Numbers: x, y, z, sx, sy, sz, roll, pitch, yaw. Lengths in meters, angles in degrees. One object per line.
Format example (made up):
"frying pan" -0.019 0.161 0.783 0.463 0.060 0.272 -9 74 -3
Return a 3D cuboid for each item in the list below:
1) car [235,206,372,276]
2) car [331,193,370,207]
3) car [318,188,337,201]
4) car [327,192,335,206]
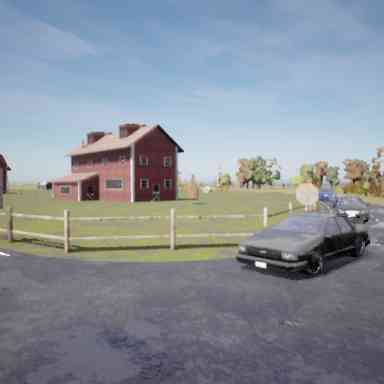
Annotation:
"car" 3.629 1.365 10.007 5.357 1.411 2.033 -1 1 -43
"car" 10.434 1.086 21.828 2.128 1.511 4.902 0 1 23
"car" 20.396 0.399 50.237 2.150 2.045 5.566 0 1 14
"car" 15.559 0.960 34.887 1.895 1.301 4.718 0 1 19
